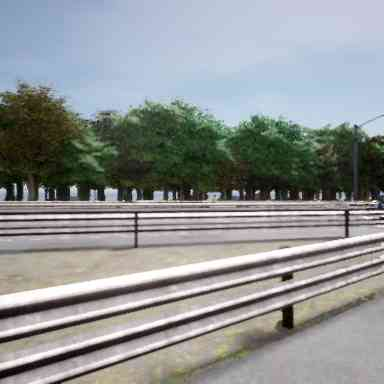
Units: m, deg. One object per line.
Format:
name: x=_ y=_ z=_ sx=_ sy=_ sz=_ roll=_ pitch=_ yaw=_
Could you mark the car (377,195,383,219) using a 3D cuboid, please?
car: x=16.328 y=1.207 z=24.558 sx=5.566 sy=2.045 sz=2.150 roll=1 pitch=0 yaw=-18
